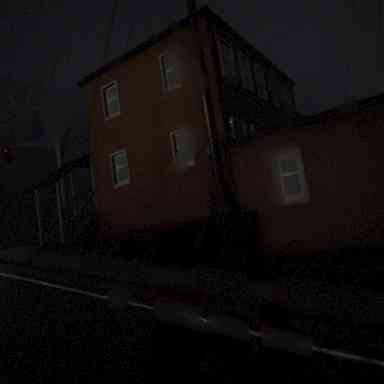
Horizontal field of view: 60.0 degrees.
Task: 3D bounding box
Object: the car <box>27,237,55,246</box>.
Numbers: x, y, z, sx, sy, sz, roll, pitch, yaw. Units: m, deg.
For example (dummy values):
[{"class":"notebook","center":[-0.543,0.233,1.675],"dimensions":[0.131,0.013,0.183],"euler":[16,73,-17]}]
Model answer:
[{"class":"car","center":[-12.267,4.754,29.655],"dimensions":[2.128,1.511,4.902],"euler":[-13,-12,35]}]
